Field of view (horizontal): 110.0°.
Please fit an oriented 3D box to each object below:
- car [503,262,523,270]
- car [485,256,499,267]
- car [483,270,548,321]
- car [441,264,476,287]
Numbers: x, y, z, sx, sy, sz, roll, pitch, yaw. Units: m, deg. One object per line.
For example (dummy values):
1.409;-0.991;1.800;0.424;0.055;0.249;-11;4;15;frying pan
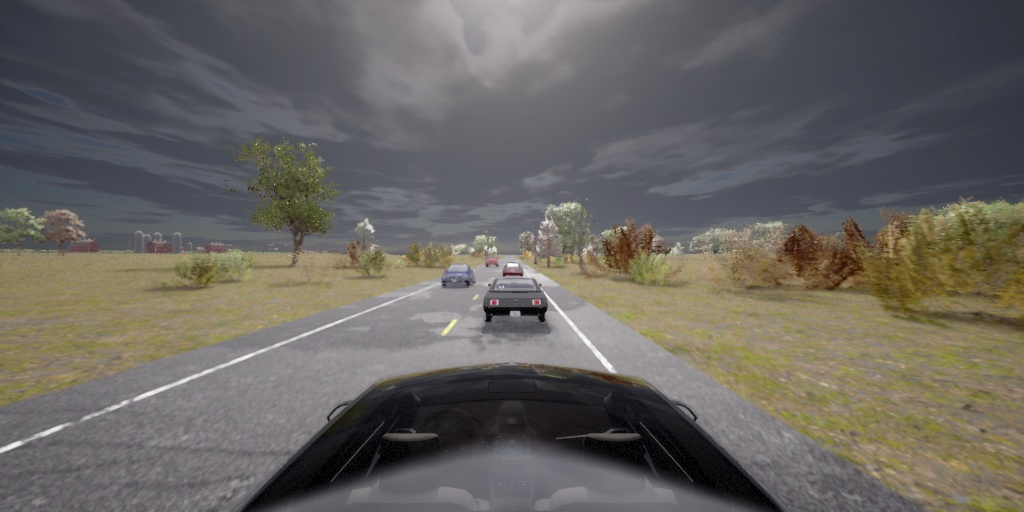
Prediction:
0.091;1.311;34.944;1.994;1.385;4.181;0;0;0;car
-3.541;0.958;63.681;2.150;2.045;5.566;0;0;1;car
0.098;1.351;12.423;1.895;1.301;4.718;0;0;0;car
-3.604;1.274;24.677;1.812;1.442;4.674;0;0;0;car
